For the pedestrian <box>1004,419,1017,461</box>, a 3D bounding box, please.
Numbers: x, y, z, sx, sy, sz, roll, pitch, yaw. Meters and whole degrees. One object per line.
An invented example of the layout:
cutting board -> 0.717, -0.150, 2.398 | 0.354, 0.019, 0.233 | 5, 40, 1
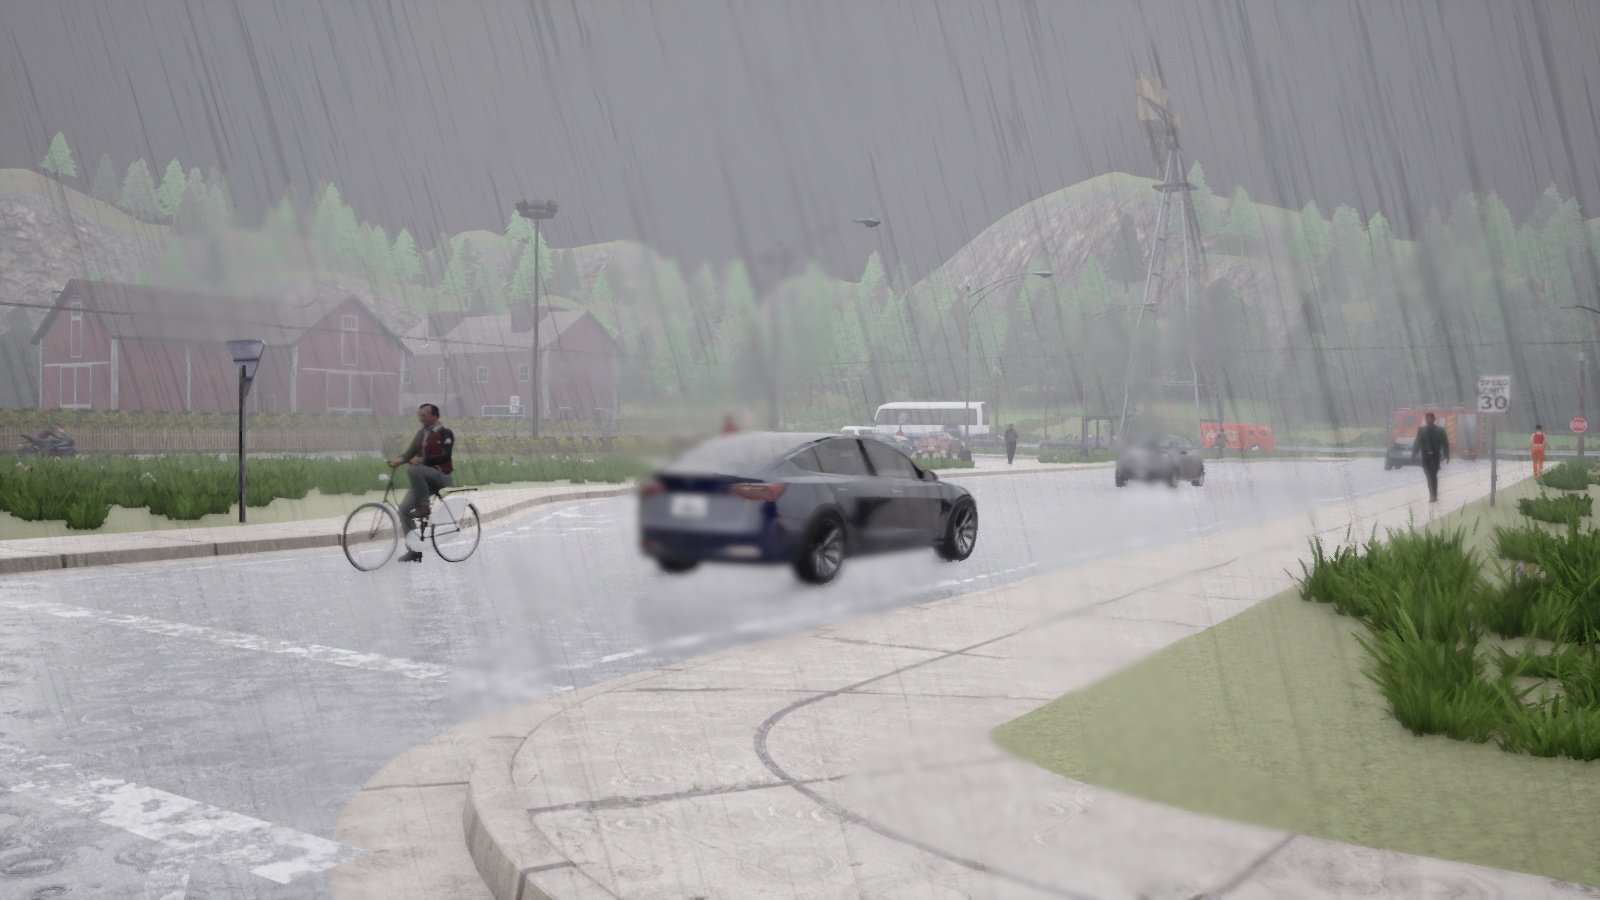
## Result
pedestrian -> 9.261, -0.449, 55.263 | 0.540, 1.848, 0.694 | 0, 1, 11

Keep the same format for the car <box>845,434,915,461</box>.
car -> 4.363, -0.172, 67.952 | 1.994, 1.385, 4.181 | 0, 1, 33

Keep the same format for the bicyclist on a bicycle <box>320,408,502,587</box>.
bicyclist on a bicycle -> -4.102, 0.457, 13.375 | 0.659, 1.776, 1.843 | 0, 1, 33

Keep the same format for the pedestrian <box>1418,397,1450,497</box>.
pedestrian -> 12.591, -0.068, 24.935 | 0.423, 1.949, 0.788 | 0, 1, 38

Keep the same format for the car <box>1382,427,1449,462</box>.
car -> 27.616, -0.287, 56.269 | 2.163, 1.488, 4.792 | 0, 1, 33

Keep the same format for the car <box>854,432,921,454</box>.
car -> 5.874, -0.457, 85.047 | 1.812, 1.442, 4.674 | -1, 1, -38

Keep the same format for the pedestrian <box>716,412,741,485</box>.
pedestrian -> -1.832, -0.037, 32.253 | 0.331, 1.846, 0.636 | 0, 1, 32

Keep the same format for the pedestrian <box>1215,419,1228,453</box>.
pedestrian -> 23.849, -0.799, 71.054 | 0.692, 1.930, 0.396 | -1, 1, -38

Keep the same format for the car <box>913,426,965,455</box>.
car -> 8.453, -0.604, 76.024 | 2.152, 1.651, 5.027 | 0, 1, 18

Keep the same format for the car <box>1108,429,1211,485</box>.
car -> 10.261, 0.164, 35.736 | 1.845, 1.501, 3.633 | 0, 1, 33

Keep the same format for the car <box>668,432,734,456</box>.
car -> -6.504, -0.394, 82.838 | 2.007, 1.525, 4.514 | 0, 1, 33

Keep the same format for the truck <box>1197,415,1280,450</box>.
truck -> 31.824, -1.287, 91.120 | 5.204, 2.467, 2.627 | 0, 1, 34

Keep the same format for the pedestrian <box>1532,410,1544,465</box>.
pedestrian -> 24.697, -0.412, 42.016 | 0.345, 1.836, 0.594 | 0, 1, 30

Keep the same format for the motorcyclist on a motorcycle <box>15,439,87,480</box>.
motorcyclist on a motorcycle -> -29.001, 0.365, 48.656 | 0.866, 1.530, 2.191 | 0, 1, 35

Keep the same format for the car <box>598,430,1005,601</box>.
car -> 0.252, 0.543, 13.638 | 2.163, 1.488, 4.792 | 0, 1, 33

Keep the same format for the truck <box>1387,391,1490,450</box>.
truck -> 43.531, -2.003, 85.999 | 2.891, 3.827, 8.468 | 0, 1, 1
